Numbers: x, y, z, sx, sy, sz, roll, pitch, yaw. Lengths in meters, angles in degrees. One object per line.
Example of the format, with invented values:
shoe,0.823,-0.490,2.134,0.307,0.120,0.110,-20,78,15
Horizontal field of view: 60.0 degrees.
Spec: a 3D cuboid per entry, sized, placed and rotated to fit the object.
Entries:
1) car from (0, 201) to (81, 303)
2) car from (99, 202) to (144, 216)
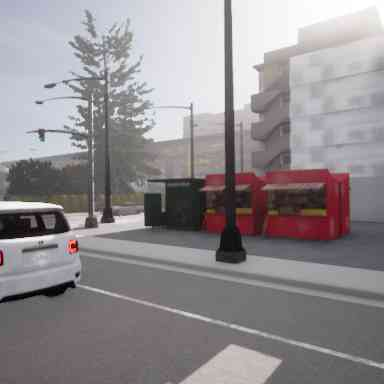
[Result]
car,-4.811,1.229,7.381,5.566,2.045,2.150,0,0,36
car,-7.024,1.717,33.731,1.895,1.301,4.718,-1,-1,36
